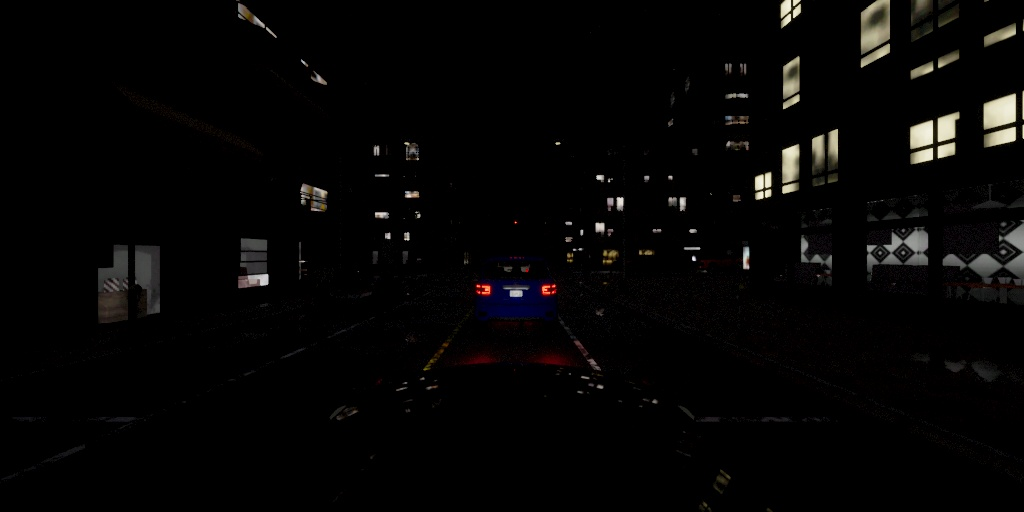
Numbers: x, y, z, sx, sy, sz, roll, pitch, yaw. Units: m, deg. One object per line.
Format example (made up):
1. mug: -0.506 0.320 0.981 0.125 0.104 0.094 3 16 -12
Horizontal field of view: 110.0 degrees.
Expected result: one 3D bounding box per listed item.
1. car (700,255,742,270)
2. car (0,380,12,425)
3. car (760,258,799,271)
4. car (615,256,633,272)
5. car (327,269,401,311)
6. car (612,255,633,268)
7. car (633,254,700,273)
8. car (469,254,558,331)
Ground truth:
1. car: 23.400 0.642 40.301 4.553 1.767 2.097 -1 0 -1
2. car: -5.689 1.300 1.551 2.007 1.370 4.403 0 0 0
3. car: 25.819 0.822 34.531 4.313 1.339 1.948 0 0 0
4. car: 14.435 0.983 40.208 4.674 1.442 1.812 -1 0 -1
5. car: -5.734 1.332 14.468 1.802 1.307 4.207 0 0 0
6. car: 14.594 0.764 42.819 5.009 1.841 2.192 0 0 0
7. car: 14.725 0.778 34.439 5.009 1.841 2.192 0 0 0
8. car: 0.103 0.971 11.062 2.150 2.045 5.566 0 0 0
